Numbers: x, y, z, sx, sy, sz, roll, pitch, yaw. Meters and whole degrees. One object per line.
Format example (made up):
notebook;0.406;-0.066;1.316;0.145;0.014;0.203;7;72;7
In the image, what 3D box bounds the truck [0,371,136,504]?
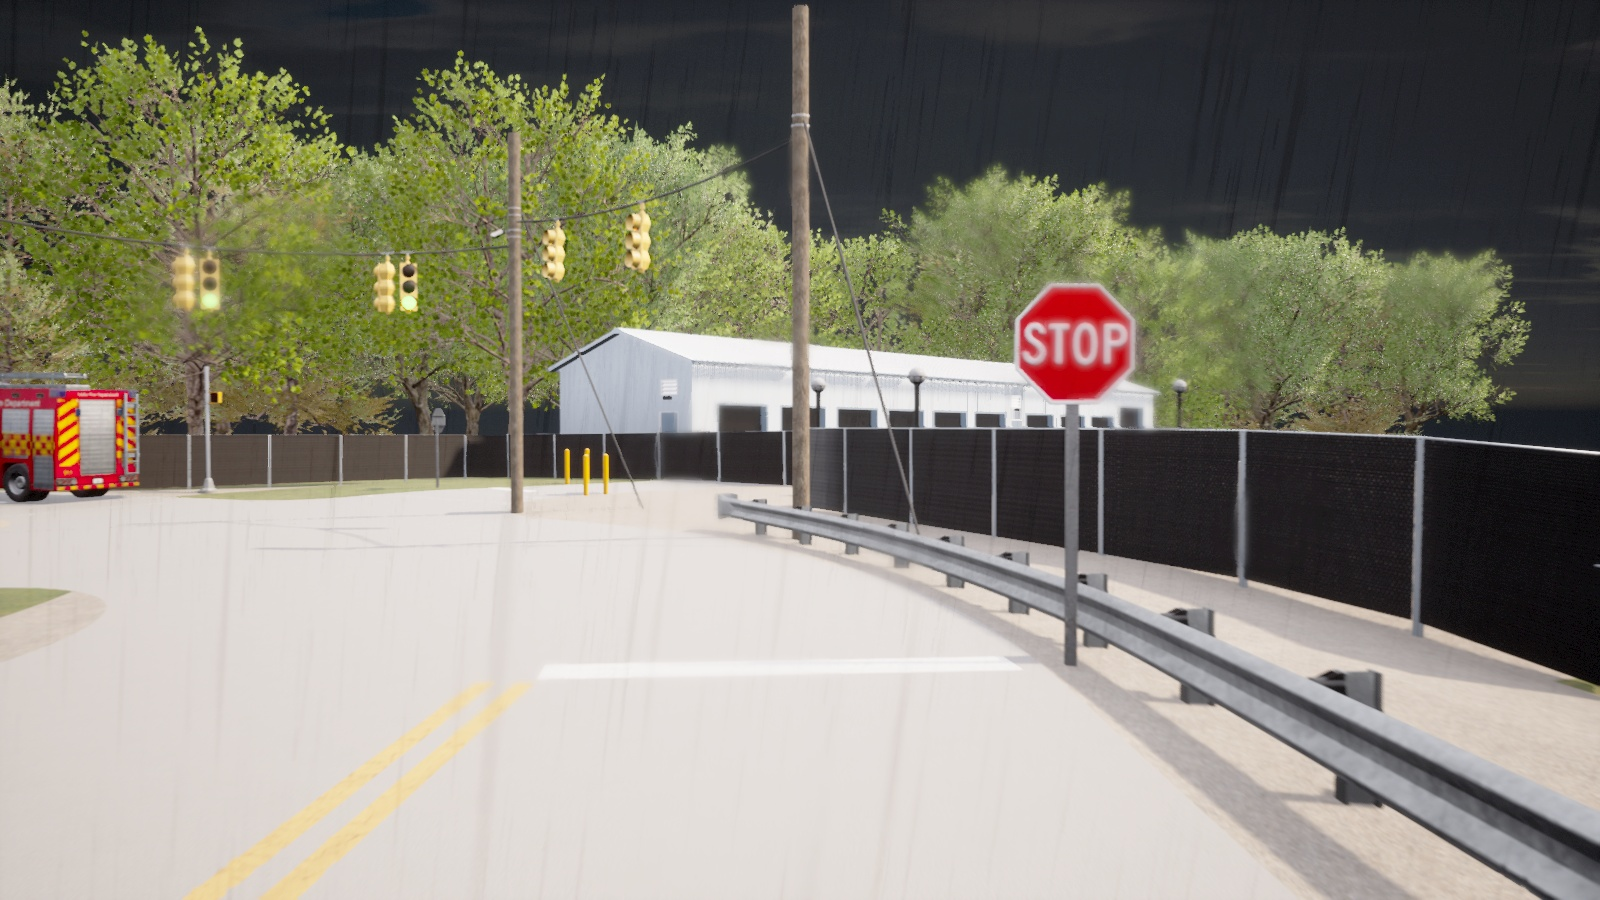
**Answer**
truck;-24.970;-0.503;38.976;8.468;3.827;2.891;1;2;22
